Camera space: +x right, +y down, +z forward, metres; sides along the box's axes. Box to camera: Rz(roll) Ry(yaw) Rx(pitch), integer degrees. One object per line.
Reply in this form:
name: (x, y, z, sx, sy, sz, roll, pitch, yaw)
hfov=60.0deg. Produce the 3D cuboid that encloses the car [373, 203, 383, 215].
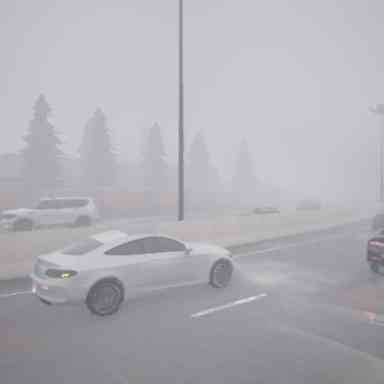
car: (12.302, 1.584, 20.046, 1.812, 1.442, 4.674, 0, 0, 42)

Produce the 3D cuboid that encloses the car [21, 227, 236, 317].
car: (-1.084, 1.560, 7.548, 4.674, 1.442, 1.812, 0, 0, -38)

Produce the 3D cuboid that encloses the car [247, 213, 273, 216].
car: (4.385, 1.683, 22.020, 1.895, 1.301, 4.718, 0, 0, 44)

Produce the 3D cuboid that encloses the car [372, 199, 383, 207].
car: (31.146, 1.763, 54.826, 1.895, 1.301, 4.718, 0, 0, 39)

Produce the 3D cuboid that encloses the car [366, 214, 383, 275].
car: (6.721, 1.519, 9.548, 4.902, 1.511, 2.128, 0, 0, -42)

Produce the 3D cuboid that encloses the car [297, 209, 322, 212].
car: (13.527, 1.636, 38.272, 1.837, 1.490, 4.892, 0, -1, 38)
